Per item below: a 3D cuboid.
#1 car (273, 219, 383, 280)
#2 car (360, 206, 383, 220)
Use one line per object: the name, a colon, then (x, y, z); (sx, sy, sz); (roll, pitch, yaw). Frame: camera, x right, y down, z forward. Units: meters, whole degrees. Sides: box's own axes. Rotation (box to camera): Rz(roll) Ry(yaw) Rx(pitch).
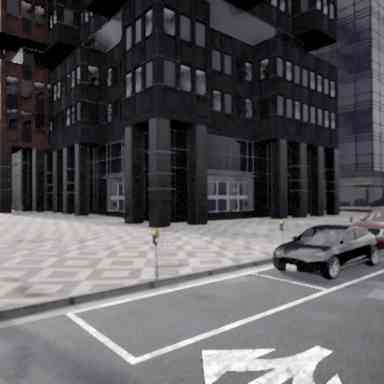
car: (4.417, 1.735, 10.602); (4.313, 1.339, 1.947); (1, -1, -40)
car: (8.574, 1.530, 14.091); (5.009, 1.841, 2.192); (1, -1, -40)
